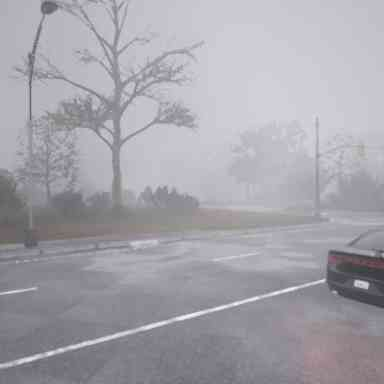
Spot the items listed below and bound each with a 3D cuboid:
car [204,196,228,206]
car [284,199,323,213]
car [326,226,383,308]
[{"bbox_3d":[3.598,1.385,50.280,2.128,1.511,4.902,0,0,-26],"label":"car"},{"bbox_3d":[11.679,1.397,35.070,1.994,1.385,4.181,0,0,-29],"label":"car"},{"bbox_3d":[4.956,1.432,7.129,5.008,1.535,1.882,0,0,-35],"label":"car"}]
